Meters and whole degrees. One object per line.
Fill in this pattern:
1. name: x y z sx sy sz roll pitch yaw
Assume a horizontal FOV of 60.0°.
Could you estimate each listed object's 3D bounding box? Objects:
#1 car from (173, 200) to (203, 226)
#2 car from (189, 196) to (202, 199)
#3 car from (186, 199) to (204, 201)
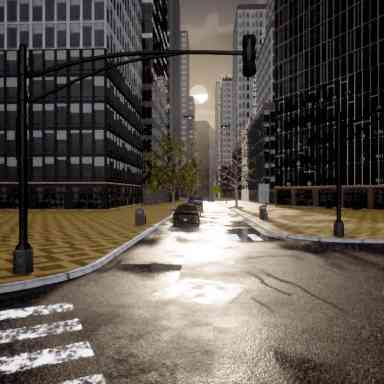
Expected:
1. car: -0.358 1.654 25.387 1.882 1.535 5.008 0 0 2
2. car: 0.471 1.554 46.250 2.150 2.045 5.566 0 0 2
3. car: 0.049 1.777 35.599 1.812 1.442 4.674 0 0 2
